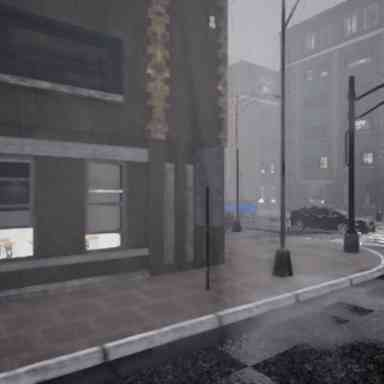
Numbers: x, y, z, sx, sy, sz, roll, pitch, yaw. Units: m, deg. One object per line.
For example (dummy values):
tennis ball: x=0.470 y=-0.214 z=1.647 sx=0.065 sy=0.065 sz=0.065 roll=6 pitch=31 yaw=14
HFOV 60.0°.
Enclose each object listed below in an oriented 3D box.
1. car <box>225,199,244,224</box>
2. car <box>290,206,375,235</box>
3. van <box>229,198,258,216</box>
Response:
car: x=1.489 y=1.549 z=24.422 sx=1.967 sy=1.590 sz=4.097 roll=0 pitch=0 yaw=-33
car: x=7.910 y=1.583 z=19.165 sx=1.837 sy=1.490 sz=4.892 roll=0 pitch=0 yaw=-32
van: x=4.864 y=1.540 z=33.813 sx=1.690 sy=1.788 sz=3.998 roll=-1 pitch=0 yaw=-34
